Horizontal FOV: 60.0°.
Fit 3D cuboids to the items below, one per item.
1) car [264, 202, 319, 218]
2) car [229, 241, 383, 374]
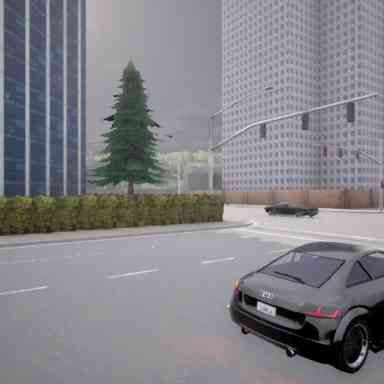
[{"bbox_3d":[8.982,1.601,30.142,1.895,1.301,4.718,0,0,-39],"label":"car"},{"bbox_3d":[2.661,1.564,5.679,4.181,1.385,1.994,0,0,-35],"label":"car"}]
